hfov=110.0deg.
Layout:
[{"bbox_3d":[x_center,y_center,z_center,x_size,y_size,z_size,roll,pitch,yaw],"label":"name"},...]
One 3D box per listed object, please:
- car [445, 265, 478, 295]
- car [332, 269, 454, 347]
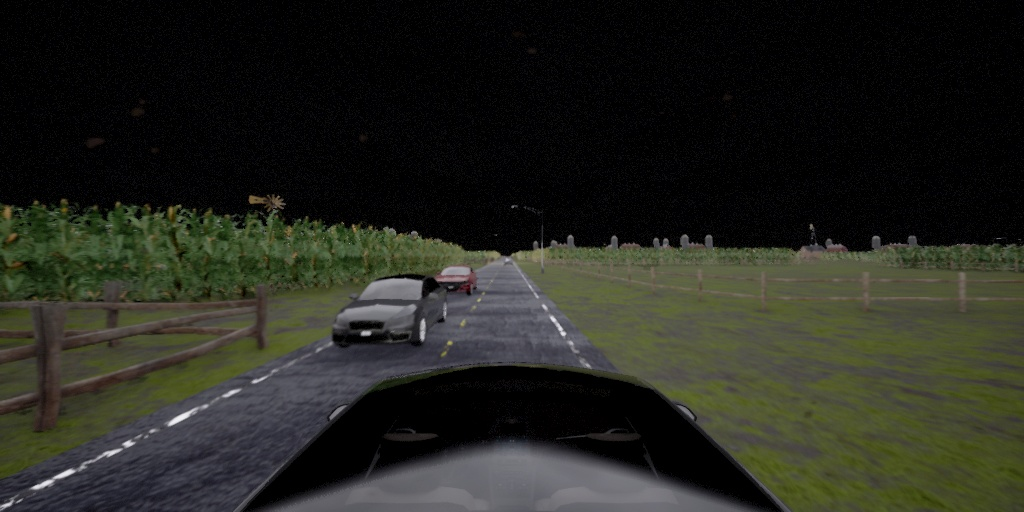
[{"bbox_3d":[-3.002,1.247,19.974,1.882,1.535,5.008,0,0,-1],"label":"car"},{"bbox_3d":[-2.910,1.274,9.503,1.837,1.490,4.892,0,0,-1],"label":"car"}]
